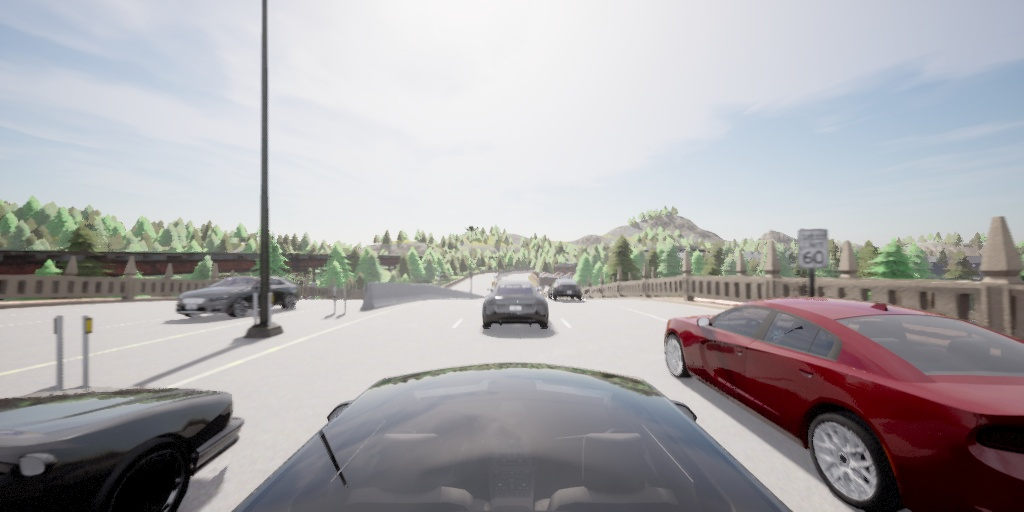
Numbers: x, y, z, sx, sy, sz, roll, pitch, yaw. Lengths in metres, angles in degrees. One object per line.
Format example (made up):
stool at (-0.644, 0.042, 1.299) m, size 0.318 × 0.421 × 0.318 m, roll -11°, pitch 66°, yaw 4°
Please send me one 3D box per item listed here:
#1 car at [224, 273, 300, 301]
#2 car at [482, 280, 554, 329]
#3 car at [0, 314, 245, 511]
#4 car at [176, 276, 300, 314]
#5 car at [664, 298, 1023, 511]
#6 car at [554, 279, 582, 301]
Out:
car at (-17.560, 2.229, 25.549) m, size 2.097 × 1.767 × 4.553 m, roll 0°, pitch -5°, yaw 0°
car at (0.101, 1.509, 12.003) m, size 1.994 × 1.385 × 4.181 m, roll 0°, pitch -2°, yaw 0°
car at (-3.399, 1.297, 0.841) m, size 2.033 × 1.411 × 5.357 m, roll 0°, pitch 0°, yaw -1°
car at (-10.586, 1.542, 14.315) m, size 2.128 × 1.511 × 4.902 m, roll 0°, pitch -3°, yaw 0°
car at (3.599, 1.239, 4.328) m, size 1.882 × 1.535 × 5.008 m, roll 0°, pitch 0°, yaw 0°
car at (3.603, 2.333, 24.808) m, size 1.812 × 1.442 × 4.674 m, roll 0°, pitch -5°, yaw 0°
